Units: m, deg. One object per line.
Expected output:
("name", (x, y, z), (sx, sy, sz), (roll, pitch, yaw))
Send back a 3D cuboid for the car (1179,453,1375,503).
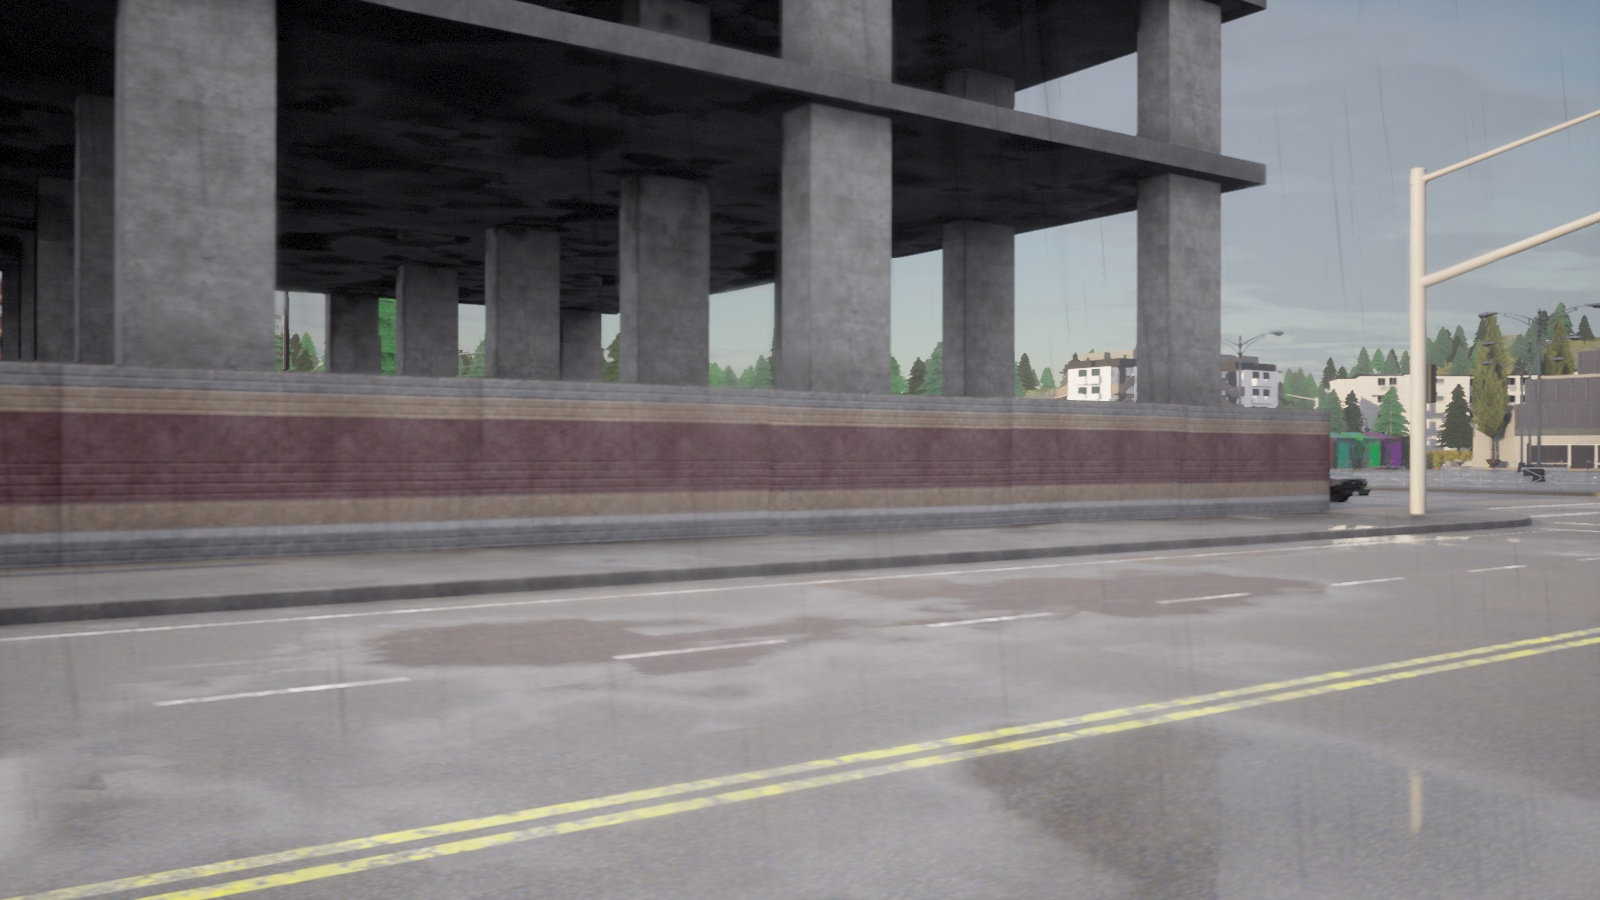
("car", (14.351, 0.800, 38.130), (2.033, 1.411, 5.357), (0, 0, -35))
